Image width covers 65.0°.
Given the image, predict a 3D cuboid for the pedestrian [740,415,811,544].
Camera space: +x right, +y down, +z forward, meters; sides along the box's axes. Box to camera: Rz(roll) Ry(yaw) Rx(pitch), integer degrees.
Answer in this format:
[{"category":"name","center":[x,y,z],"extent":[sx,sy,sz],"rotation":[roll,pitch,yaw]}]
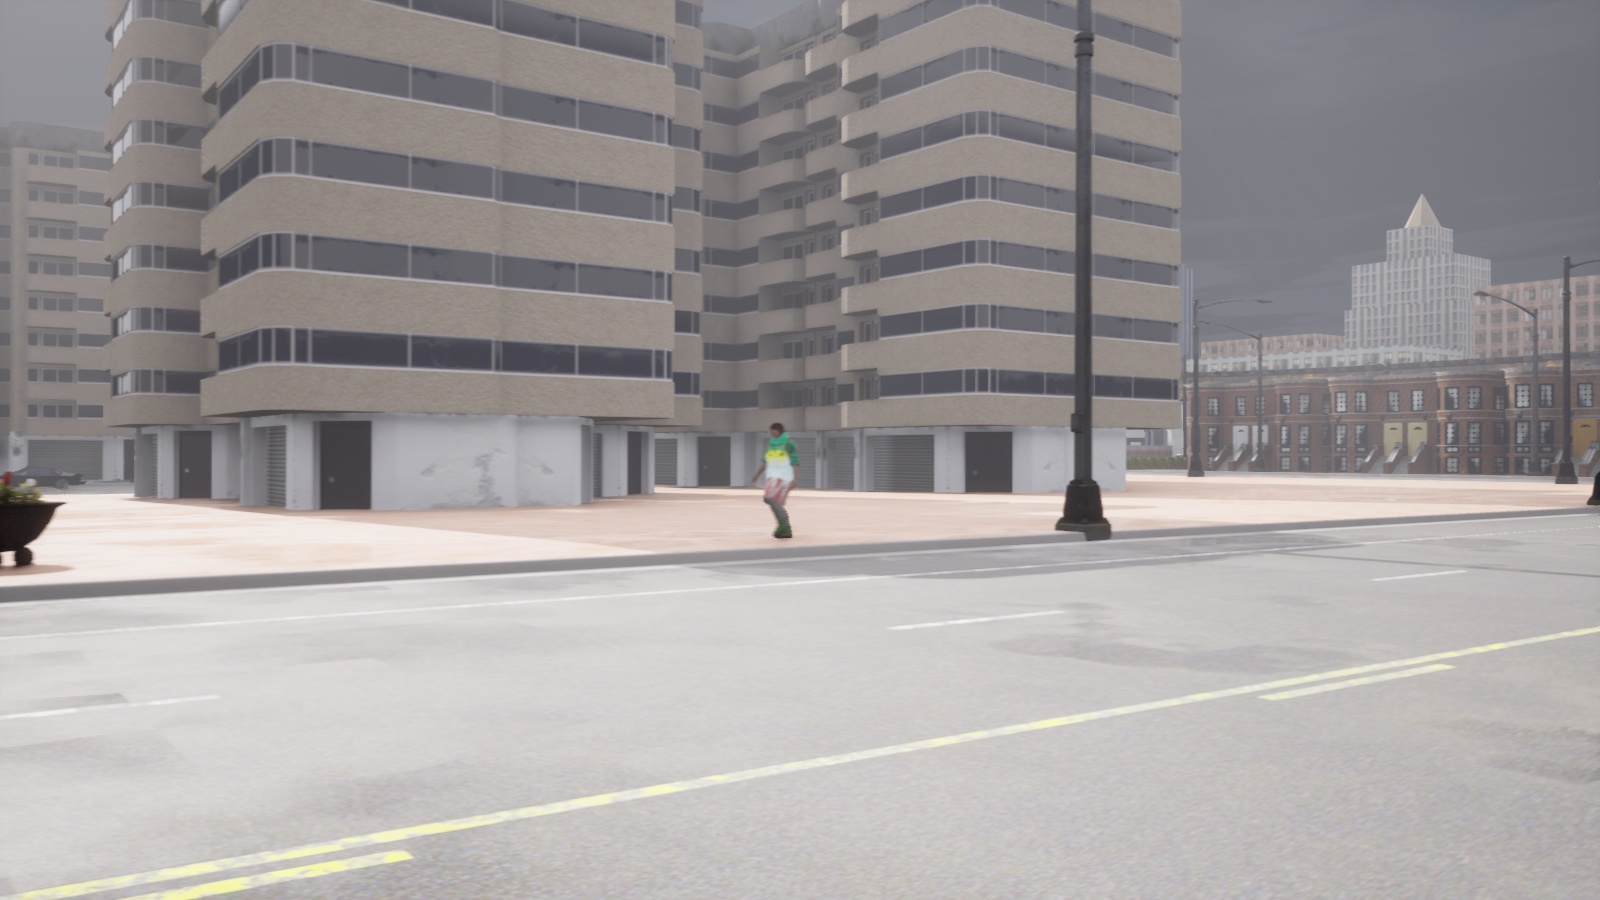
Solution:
[{"category":"pedestrian","center":[-0.381,0.449,19.523],"extent":[0.873,1.952,0.659],"rotation":[0,0,-38]}]

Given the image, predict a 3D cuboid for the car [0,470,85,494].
[{"category":"car","center":[-46.694,1.938,76.375],"extent":[5.357,1.411,2.033],"rotation":[0,0,-36]}]
